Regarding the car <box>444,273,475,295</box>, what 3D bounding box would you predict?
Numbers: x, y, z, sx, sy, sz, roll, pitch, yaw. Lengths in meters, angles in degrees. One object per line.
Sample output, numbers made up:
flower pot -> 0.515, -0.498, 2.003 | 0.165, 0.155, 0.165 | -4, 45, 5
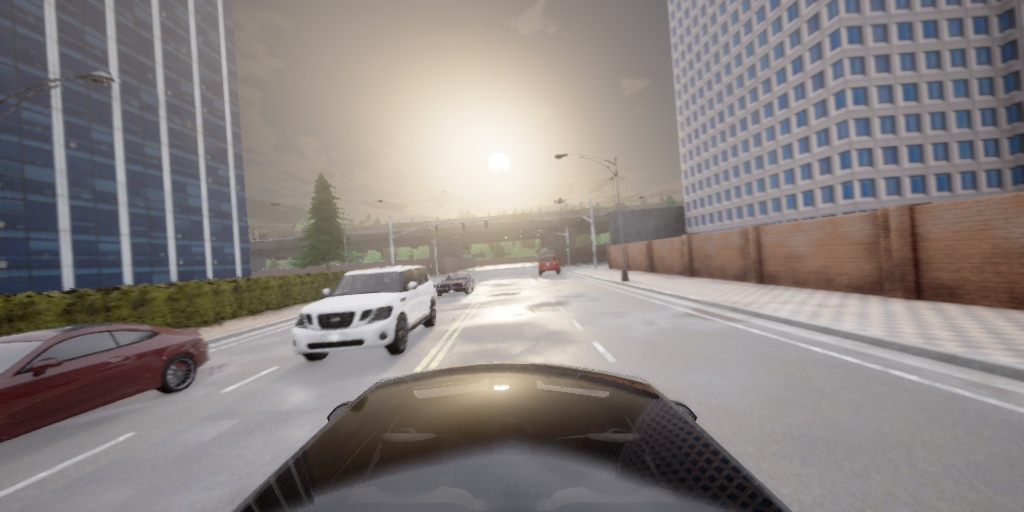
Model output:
car -> -3.551, 1.786, 23.254 | 1.895, 1.301, 4.718 | -4, 0, 0

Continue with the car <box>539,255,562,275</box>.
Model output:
car -> 4.185, 0.927, 39.397 | 2.150, 2.045, 5.566 | -5, 0, 11

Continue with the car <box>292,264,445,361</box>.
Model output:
car -> -3.591, 1.307, 9.955 | 2.150, 2.045, 5.566 | -4, 0, 0

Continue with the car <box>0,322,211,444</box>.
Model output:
car -> -7.033, 1.840, 5.335 | 1.812, 1.442, 4.674 | -4, 0, 1
